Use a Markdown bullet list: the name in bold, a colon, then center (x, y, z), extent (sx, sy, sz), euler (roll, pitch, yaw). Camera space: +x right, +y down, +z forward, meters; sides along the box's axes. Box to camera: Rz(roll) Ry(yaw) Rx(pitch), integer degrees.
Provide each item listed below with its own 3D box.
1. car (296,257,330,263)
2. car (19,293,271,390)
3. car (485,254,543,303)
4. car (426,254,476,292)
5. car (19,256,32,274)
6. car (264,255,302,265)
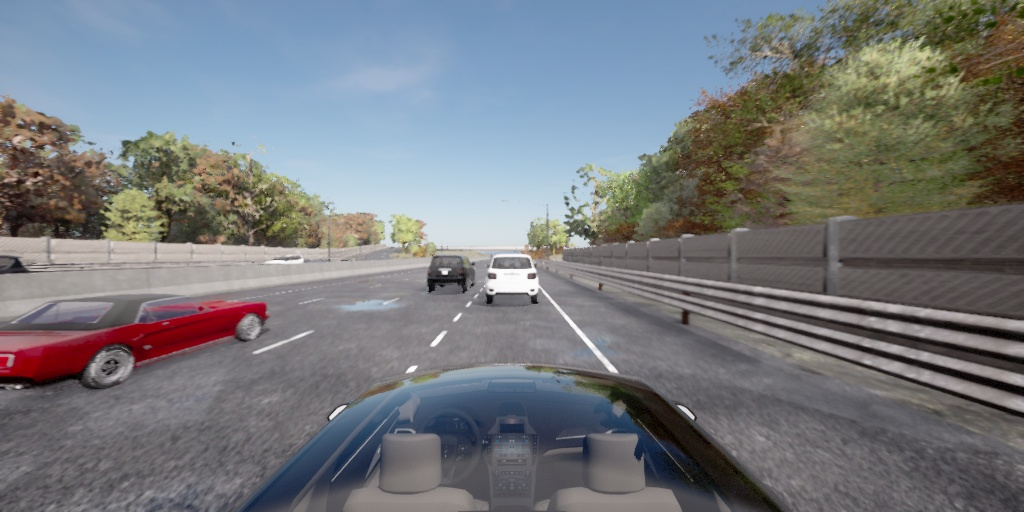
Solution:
- **car**: center (-24.536, 1.166, 45.383), extent (1.882, 1.535, 5.008), euler (0, 1, 0)
- **car**: center (-6.899, 1.338, 6.733), extent (1.895, 1.301, 4.718), euler (0, 0, 0)
- **car**: center (-0.005, 0.937, 16.476), extent (2.150, 2.045, 5.566), euler (0, 0, 0)
- **car**: center (-3.407, 0.929, 20.864), extent (2.150, 2.045, 5.566), euler (0, 0, 0)
- **car**: center (-21.100, 0.946, 12.613), extent (2.150, 2.045, 5.566), euler (0, 0, 0)
- **car**: center (-28.032, 0.901, 44.348), extent (2.150, 2.045, 5.566), euler (0, 1, 1)
